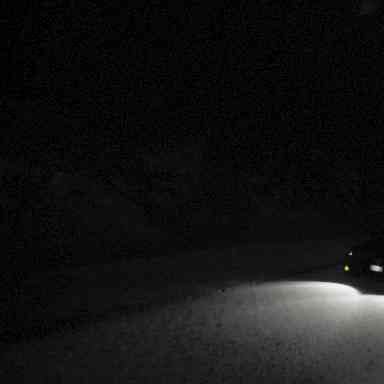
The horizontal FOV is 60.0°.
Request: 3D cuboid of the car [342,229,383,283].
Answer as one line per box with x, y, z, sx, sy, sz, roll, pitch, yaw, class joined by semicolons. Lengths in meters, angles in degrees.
5.796;1.541;8.646;4.181;1.385;1.994;0;0;-35;car
